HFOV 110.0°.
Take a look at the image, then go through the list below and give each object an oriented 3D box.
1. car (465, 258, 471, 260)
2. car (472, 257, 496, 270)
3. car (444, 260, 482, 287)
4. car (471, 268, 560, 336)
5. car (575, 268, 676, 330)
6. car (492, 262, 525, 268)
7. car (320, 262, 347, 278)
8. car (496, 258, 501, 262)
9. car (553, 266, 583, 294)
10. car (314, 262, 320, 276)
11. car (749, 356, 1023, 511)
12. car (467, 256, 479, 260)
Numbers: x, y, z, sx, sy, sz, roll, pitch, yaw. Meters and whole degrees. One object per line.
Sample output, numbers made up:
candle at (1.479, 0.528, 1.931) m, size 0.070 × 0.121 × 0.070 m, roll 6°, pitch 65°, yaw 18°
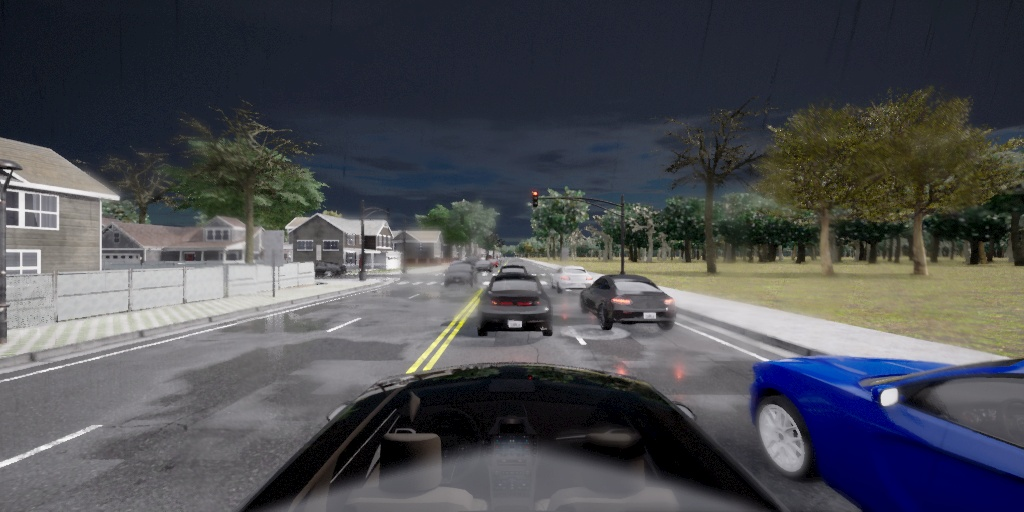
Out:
car at (-6.572, 1.268, 44.655) m, size 1.812 × 1.442 × 4.674 m, roll 0°, pitch 0°, yaw 0°
car at (-3.319, 1.221, 42.738) m, size 1.882 × 1.535 × 5.008 m, roll 0°, pitch 0°, yaw 0°
car at (-3.335, 1.255, 24.273) m, size 1.837 × 1.490 × 4.892 m, roll 0°, pitch 0°, yaw 0°
car at (0.088, 1.255, 10.326) m, size 1.837 × 1.490 × 4.892 m, roll 0°, pitch 0°, yaw 0°
car at (3.339, 1.276, 10.964) m, size 1.812 × 1.442 × 4.674 m, roll 0°, pitch 0°, yaw 0°
car at (0.069, 1.255, 19.742) m, size 1.837 × 1.490 × 4.892 m, roll 0°, pitch 0°, yaw 0°
car at (-18.096, 1.282, 33.559) m, size 4.892 × 1.490 × 1.837 m, roll 0°, pitch 1°, yaw 1°
car at (-3.291, 1.207, 59.657) m, size 1.882 × 1.535 × 5.008 m, roll 0°, pitch 0°, yaw 0°
car at (3.322, 1.276, 20.069) m, size 1.812 × 1.442 × 4.674 m, roll 0°, pitch 0°, yaw 0°
car at (-19.724, 1.273, 30.783) m, size 4.902 × 1.511 × 2.128 m, roll 0°, pitch 0°, yaw 0°
car at (3.350, 1.228, 1.649) m, size 1.882 × 1.535 × 5.008 m, roll 0°, pitch 0°, yaw 0°
car at (-6.536, 0.950, 59.521) m, size 2.150 × 2.045 × 5.566 m, roll 0°, pitch 0°, yaw 1°
